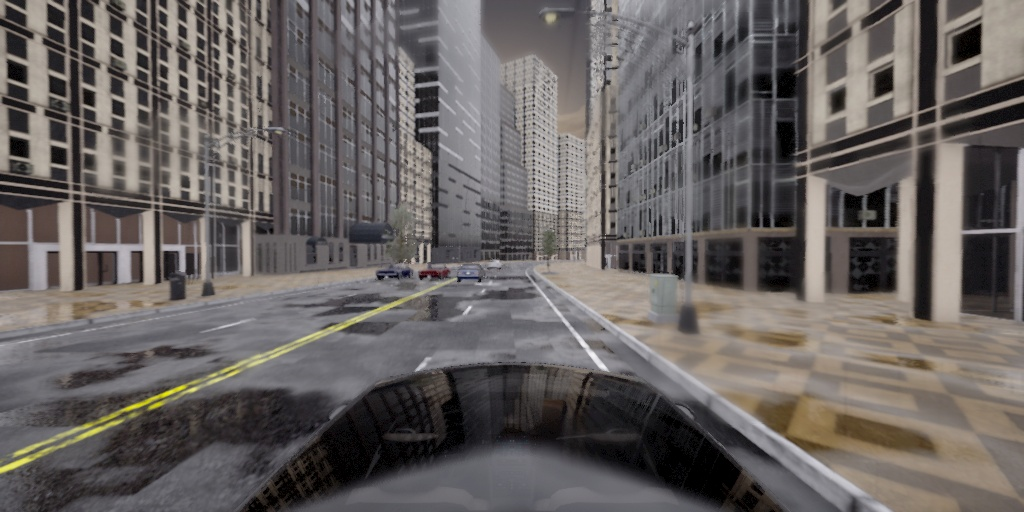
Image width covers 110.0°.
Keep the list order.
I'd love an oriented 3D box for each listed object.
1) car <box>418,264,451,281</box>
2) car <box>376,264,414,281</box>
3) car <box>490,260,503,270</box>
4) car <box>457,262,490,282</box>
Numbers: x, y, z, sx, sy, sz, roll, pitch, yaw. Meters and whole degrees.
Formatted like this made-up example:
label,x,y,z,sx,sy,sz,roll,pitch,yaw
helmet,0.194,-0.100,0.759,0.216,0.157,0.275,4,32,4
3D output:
label,x,y,z,sx,sy,sz,roll,pitch,yaw
car,-6.554,1.345,30.530,1.895,1.301,4.718,0,0,0
car,-9.807,1.346,30.268,1.895,1.301,4.718,0,0,0
car,-2.449,1.280,53.471,1.812,1.442,4.674,0,0,4
car,-3.163,1.291,28.401,2.033,1.411,5.357,0,0,0
